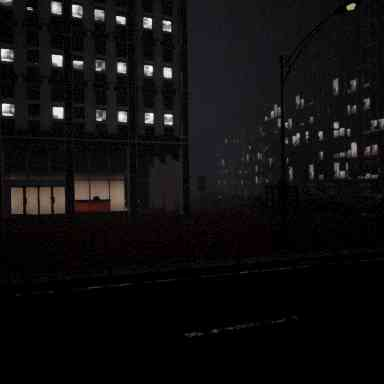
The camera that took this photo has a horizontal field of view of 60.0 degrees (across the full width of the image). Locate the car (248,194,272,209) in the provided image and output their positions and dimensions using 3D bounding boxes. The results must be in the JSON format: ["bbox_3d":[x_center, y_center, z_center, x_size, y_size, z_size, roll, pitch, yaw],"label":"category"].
[{"bbox_3d":[9.025,1.332,40.027,1.947,1.339,4.313,0,1,-20],"label":"car"}]

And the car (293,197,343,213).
[{"bbox_3d":[13.392,1.321,35.726,2.033,1.411,5.357,-1,1,-20],"label":"car"}]

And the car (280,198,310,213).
[{"bbox_3d":[10.908,1.399,34.665,1.802,1.307,4.206,0,1,-20],"label":"car"}]

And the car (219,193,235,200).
[{"bbox_3d":[7.264,0.954,69.615,1.802,1.307,4.206,0,1,-20],"label":"car"}]

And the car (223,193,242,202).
[{"bbox_3d":[7.925,1.024,60.174,1.812,1.442,4.674,-1,1,-20],"label":"car"}]

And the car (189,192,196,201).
[{"bbox_3d":[-0.614,1.056,66.758,2.008,1.369,4.403,0,1,-20],"label":"car"}]

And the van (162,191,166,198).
[{"bbox_3d":[-6.428,0.687,82.785,1.690,1.788,3.998,0,1,-20],"label":"van"}]

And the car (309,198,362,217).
[{"bbox_3d":[12.830,1.434,29.313,1.947,1.339,4.313,0,1,-20],"label":"car"}]

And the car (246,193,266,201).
[{"bbox_3d":[9.880,1.228,45.422,2.033,1.411,5.357,-1,1,-20],"label":"car"}]

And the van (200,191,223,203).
[{"bbox_3d":[3.262,0.952,56.070,1.690,1.788,3.998,0,1,-20],"label":"van"}]

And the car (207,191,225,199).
[{"bbox_3d":[5.325,0.634,74.955,2.192,1.841,5.009,0,1,-20],"label":"car"}]

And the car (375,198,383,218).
[{"bbox_3d":[16.907,1.216,26.076,2.097,1.767,4.553,-1,1,-21],"label":"car"}]

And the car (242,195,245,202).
[{"bbox_3d":[11.140,1.059,58.928,1.802,1.307,4.206,0,1,-20],"label":"car"}]

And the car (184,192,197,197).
[{"bbox_3d":[-0.488,0.710,90.986,2.008,1.369,4.403,0,1,-20],"label":"car"}]

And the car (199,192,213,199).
[{"bbox_3d":[3.387,0.706,80.299,1.967,1.590,4.097,0,1,-20],"label":"car"}]

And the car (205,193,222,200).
[{"bbox_3d":[4.503,0.930,69.608,1.812,1.442,4.674,-1,1,-20],"label":"car"}]
